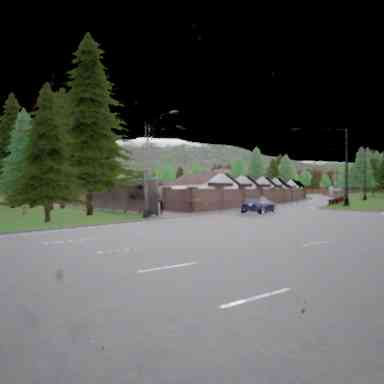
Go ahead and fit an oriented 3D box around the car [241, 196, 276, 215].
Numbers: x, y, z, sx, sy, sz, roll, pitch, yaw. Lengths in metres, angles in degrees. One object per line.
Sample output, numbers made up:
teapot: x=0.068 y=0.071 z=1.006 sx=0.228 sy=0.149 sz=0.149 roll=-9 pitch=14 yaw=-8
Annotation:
car: x=6.629 y=1.214 z=32.685 sx=2.097 sy=1.767 sz=4.553 roll=0 pitch=0 yaw=35
